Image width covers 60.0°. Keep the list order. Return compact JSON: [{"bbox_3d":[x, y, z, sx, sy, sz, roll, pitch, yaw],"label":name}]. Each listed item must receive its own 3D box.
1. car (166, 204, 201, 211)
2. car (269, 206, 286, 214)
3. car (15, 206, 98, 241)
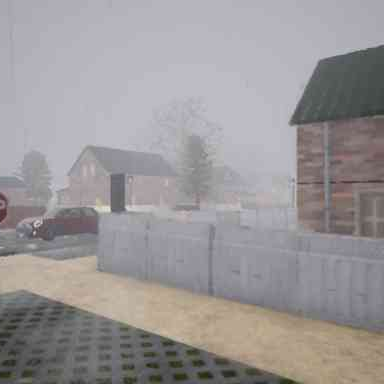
[{"bbox_3d":[-0.954,1.822,26.660,2.097,1.767,4.553,-1,-2,36],"label":"car"},{"bbox_3d":[11.523,2.521,44.027,1.994,1.385,4.181,-1,-2,36],"label":"car"},{"bbox_3d":[-7.033,1.582,18.093,2.097,1.767,4.553,-1,-2,34],"label":"car"}]
